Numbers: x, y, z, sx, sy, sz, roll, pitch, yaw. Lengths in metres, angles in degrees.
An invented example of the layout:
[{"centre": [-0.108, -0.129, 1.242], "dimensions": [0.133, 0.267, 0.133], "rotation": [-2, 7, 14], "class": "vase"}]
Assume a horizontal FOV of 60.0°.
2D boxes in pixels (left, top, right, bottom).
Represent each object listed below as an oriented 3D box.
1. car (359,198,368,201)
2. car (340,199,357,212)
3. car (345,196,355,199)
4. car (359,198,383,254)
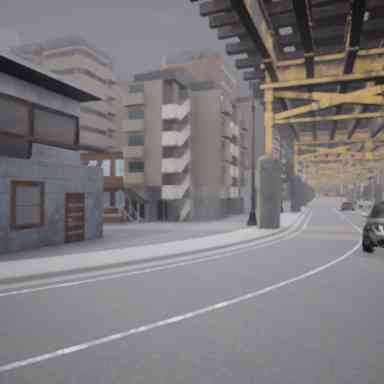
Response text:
[{"centre": [35.706, 2.216, 68.282], "dimensions": [2.150, 2.045, 5.566], "rotation": [0, 0, 21], "class": "car"}, {"centre": [24.379, 2.287, 52.092], "dimensions": [1.837, 1.490, 4.892], "rotation": [0, 0, 21], "class": "car"}, {"centre": [41.142, 2.455, 85.367], "dimensions": [1.994, 1.385, 4.181], "rotation": [0, 0, 21], "class": "car"}, {"centre": [8.751, 1.441, 14.255], "dimensions": [2.150, 2.045, 5.566], "rotation": [0, -1, 32], "class": "car"}]
